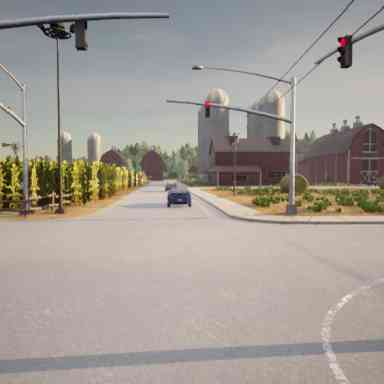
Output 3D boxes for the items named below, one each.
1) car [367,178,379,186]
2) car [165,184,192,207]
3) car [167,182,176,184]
[{"bbox_3d":[42.373,-2.337,77.518,1.905,1.878,3.866,10,10,41],"label":"car"},{"bbox_3d":[-1.111,0.344,27.600,1.882,1.535,5.008,0,3,-5],"label":"car"},{"bbox_3d":[-3.338,-0.816,52.831,2.128,1.511,4.902,0,3,-5],"label":"car"}]
